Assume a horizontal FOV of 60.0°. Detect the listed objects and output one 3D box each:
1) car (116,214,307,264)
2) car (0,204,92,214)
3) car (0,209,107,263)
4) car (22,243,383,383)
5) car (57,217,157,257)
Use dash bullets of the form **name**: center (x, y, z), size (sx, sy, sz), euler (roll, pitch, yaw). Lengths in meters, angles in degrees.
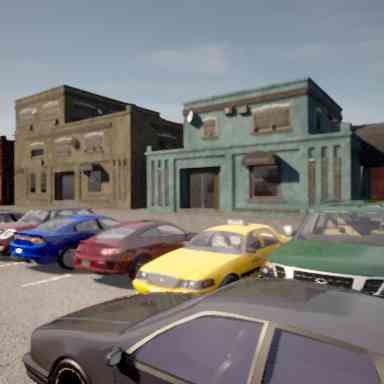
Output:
- **car**: center (0.932, 1.478, 8.066), size (1.946, 1.575, 5.366), euler (0, 0, 36)
- **car**: center (-5.670, 1.397, 13.052), size (2.185, 1.767, 4.553), euler (0, 0, 36)
- **car**: center (-3.448, 1.505, 11.418), size (2.097, 1.535, 5.008), euler (0, 0, 36)
- **car**: center (0.744, 1.547, 2.847), size (5.357, 1.411, 2.033), euler (0, 0, 36)
- **car**: center (-1.205, 1.532, 9.819), size (2.002, 1.452, 4.674), euler (0, 0, 36)
